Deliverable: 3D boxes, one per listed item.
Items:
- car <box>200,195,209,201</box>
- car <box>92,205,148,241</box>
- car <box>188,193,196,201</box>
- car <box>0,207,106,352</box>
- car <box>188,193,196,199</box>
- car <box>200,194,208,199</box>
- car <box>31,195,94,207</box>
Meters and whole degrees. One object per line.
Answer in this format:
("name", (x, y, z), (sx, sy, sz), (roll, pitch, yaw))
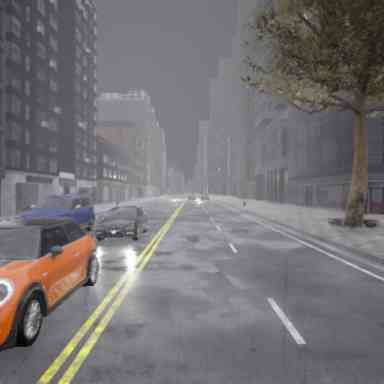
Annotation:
("car", (3.236, 1.374, 81.701), (1.994, 1.385, 4.181), (0, 0, 0))
("car", (-3.344, 1.468, 16.618), (1.837, 1.490, 4.892), (0, 0, 0))
("car", (-0.014, 1.417, 81.731), (1.895, 1.301, 4.718), (0, 0, 0))
("car", (-3.348, 1.337, 6.279), (2.097, 1.767, 4.553), (0, 0, 0))
("car", (-0.016, 1.106, 91.714), (2.097, 1.767, 4.553), (0, 0, 0))
("car", (3.234, 1.346, 91.775), (1.895, 1.301, 4.718), (0, 0, 0))
("car", (-6.590, 1.183, 16.908), (2.150, 2.045, 5.566), (0, 0, 0))
